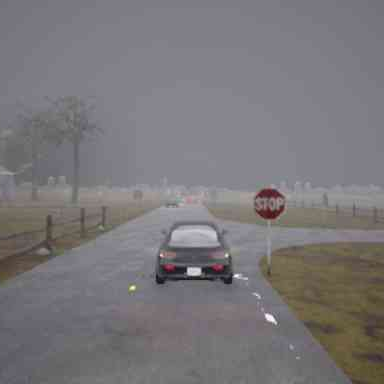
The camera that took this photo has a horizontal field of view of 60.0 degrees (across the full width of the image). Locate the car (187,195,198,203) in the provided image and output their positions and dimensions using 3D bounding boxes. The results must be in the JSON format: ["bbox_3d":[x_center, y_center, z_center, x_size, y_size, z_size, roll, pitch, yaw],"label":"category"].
[{"bbox_3d":[0.024,1.304,64.991,2.097,1.767,4.553,0,0,0],"label":"car"}]

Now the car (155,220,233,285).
[{"bbox_3d":[0.064,1.497,9.284,1.812,1.442,4.674,0,0,0],"label":"car"}]

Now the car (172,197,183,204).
[{"bbox_3d":[-2.741,1.554,64.636,1.895,1.301,4.718,0,0,0],"label":"car"}]

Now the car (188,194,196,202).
[{"bbox_3d":[0.028,1.314,74.959,1.882,1.535,5.008,0,0,0],"label":"car"}]

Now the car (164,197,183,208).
[{"bbox_3d":[-2.820,1.478,47.130,2.033,1.411,5.357,0,0,0],"label":"car"}]
